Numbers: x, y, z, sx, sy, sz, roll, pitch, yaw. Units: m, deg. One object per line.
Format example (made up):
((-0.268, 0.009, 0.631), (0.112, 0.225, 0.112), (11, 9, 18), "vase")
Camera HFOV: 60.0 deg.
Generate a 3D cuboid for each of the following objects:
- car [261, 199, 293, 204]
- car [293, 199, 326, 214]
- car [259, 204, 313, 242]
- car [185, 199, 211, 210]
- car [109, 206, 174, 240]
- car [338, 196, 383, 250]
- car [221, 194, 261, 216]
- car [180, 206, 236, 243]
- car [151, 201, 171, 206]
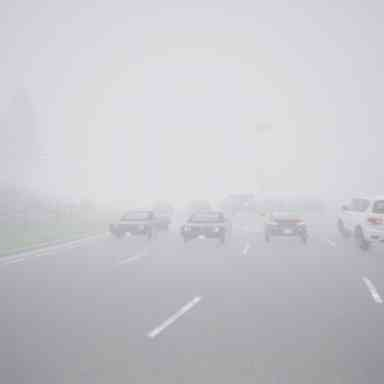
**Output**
((7.870, 1.440, 33.176), (1.837, 1.490, 4.892), (0, 0, -9), "car")
((11.404, 1.403, 33.173), (2.128, 1.511, 4.902), (0, 0, -9), "car")
((4.385, 1.491, 16.127), (1.812, 1.442, 4.674), (0, -1, 10), "car")
((0.570, 1.486, 33.057), (1.837, 1.490, 4.892), (0, 0, -12), "car")
((-2.464, 1.608, 17.233), (1.895, 1.301, 4.718), (0, 0, 11), "car")
((7.737, 1.168, 13.914), (2.150, 2.045, 5.566), (0, 0, 13), "car")
((4.385, 1.180, 31.941), (2.150, 2.045, 5.566), (0, 0, -9), "car")
((0.844, 1.587, 16.026), (1.895, 1.301, 4.718), (0, 0, 12), "car")
((-3.100, 1.566, 33.446), (1.994, 1.385, 4.181), (0, 0, -13), "car")
